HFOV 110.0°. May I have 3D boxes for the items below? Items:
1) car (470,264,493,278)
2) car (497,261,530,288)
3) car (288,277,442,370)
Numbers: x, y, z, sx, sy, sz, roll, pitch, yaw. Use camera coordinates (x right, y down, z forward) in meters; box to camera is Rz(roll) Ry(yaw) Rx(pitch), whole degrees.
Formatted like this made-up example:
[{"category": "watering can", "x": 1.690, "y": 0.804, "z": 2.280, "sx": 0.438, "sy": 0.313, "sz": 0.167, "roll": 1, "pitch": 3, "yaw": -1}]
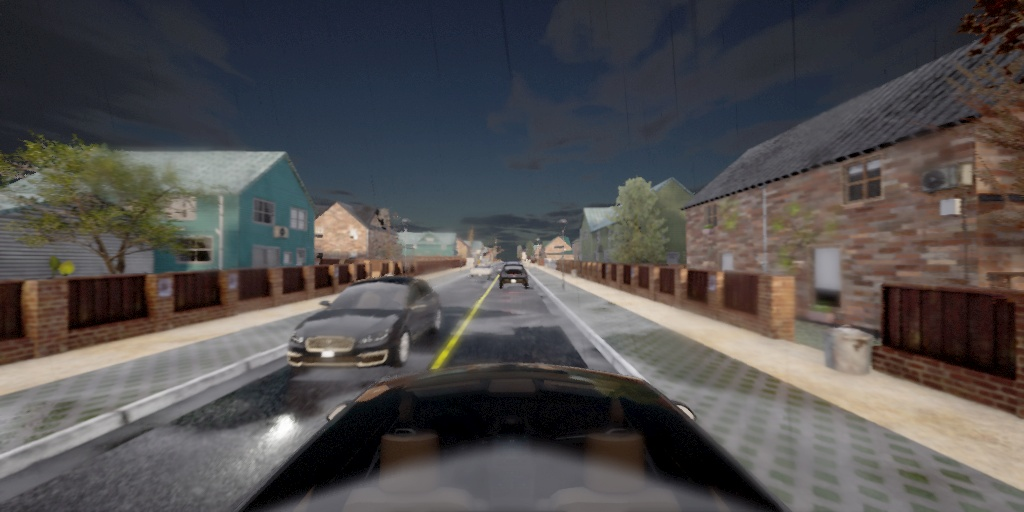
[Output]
[{"category": "car", "x": -2.843, "y": 1.388, "z": 34.206, "sx": 1.895, "sy": 1.301, "sz": 4.718, "roll": 0, "pitch": 0, "yaw": 0}, {"category": "car", "x": 0.100, "y": 1.275, "z": 24.096, "sx": 1.837, "sy": 1.490, "sz": 4.892, "roll": 0, "pitch": 0, "yaw": 0}, {"category": "car", "x": -2.810, "y": 1.258, "z": 7.949, "sx": 1.837, "sy": 1.490, "sz": 4.892, "roll": 0, "pitch": 0, "yaw": 0}]
